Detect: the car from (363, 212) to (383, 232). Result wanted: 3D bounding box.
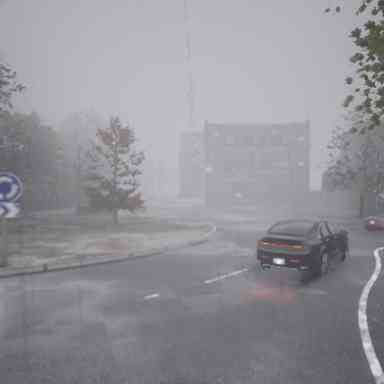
[{"bbox_3d":[12.623,1.819,20.064,4.181,1.385,1.994,2,-1,-11],"label":"car"}]

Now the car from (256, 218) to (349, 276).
[{"bbox_3d":[3.755,1.613,10.890,1.837,1.490,4.892,1,0,36],"label":"car"}]

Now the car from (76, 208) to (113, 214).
[{"bbox_3d":[-11.408,1.965,39.977,4.718,1.301,1.895,0,-1,12],"label":"car"}]
